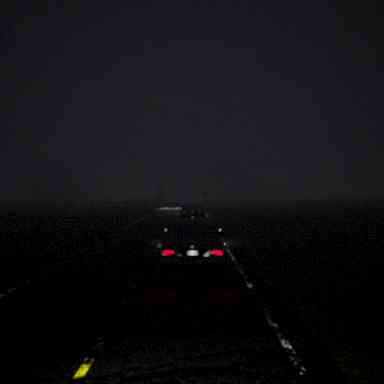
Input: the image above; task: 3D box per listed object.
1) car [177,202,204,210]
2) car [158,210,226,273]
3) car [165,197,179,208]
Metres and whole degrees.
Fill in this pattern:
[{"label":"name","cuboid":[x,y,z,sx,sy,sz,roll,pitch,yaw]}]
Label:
[{"label":"car","cuboid":[0.060,1.572,27.188,1.895,1.301,4.718,0,0,1]},{"label":"car","cuboid":[0.029,1.536,10.622,2.033,1.411,5.357,0,0,0]},{"label":"car","cuboid":[-2.756,1.479,47.748,1.812,1.442,4.674,0,0,1]}]
